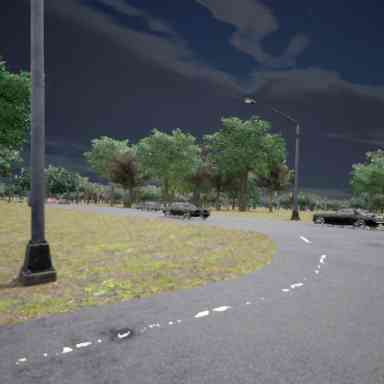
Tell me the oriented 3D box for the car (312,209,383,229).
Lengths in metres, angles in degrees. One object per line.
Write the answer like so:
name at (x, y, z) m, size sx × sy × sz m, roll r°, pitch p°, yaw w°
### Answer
car at (10.836, 1.841, 23.168) m, size 1.895 × 1.301 × 4.718 m, roll 4°, pitch -3°, yaw -35°

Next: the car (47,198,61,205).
car at (-33.785, 2.179, 80.681) m, size 2.097 × 1.767 × 4.553 m, roll 4°, pitch -3°, yaw -30°

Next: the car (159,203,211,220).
car at (-0.516, 1.552, 27.275) m, size 1.895 × 1.301 × 4.718 m, roll 4°, pitch -3°, yaw -35°

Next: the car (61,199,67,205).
car at (-34.925, 2.672, 89.041) m, size 2.128 × 1.511 × 4.902 m, roll 4°, pitch -3°, yaw -35°

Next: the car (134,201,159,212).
car at (-6.468, 2.079, 48.103) m, size 2.033 × 1.411 × 5.357 m, roll 4°, pitch -3°, yaw -35°
